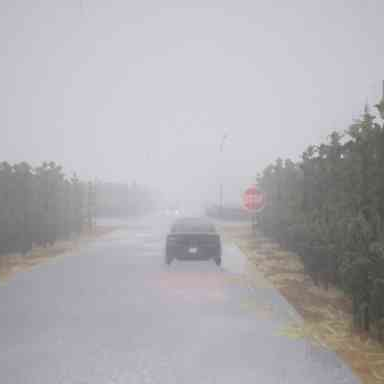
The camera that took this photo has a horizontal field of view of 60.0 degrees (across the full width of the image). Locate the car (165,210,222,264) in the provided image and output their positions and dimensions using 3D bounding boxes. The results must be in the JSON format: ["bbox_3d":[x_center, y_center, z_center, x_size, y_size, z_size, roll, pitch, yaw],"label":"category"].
[{"bbox_3d":[0.054,1.678,12.747,1.882,1.535,5.008,0,-1,0],"label":"car"}]

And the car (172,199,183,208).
[{"bbox_3d":[-3.130,2.390,71.024,2.097,1.767,4.553,0,-1,0],"label":"car"}]

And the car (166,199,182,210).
[{"bbox_3d":[-3.182,2.330,55.945,1.837,1.490,4.892,0,-1,0],"label":"car"}]
